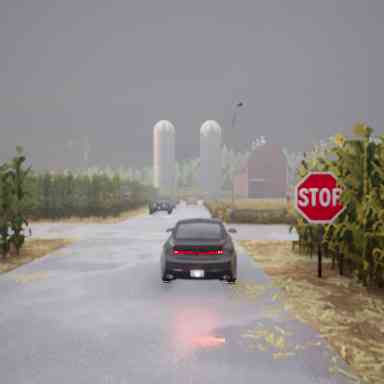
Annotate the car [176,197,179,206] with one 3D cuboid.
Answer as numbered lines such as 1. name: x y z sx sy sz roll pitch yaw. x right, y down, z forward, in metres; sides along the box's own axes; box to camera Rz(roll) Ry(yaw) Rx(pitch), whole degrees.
1. car: -3.222 1.662 45.406 1.994 1.385 4.181 0 0 -1

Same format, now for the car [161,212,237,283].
1. car: 0.253 1.513 9.712 1.837 1.490 4.892 0 1 3

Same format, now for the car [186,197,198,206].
1. car: -0.031 1.607 58.020 1.882 1.535 5.008 0 0 0

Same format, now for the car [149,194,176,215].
1. car: -3.212 1.262 35.343 2.150 2.045 5.566 0 0 0
